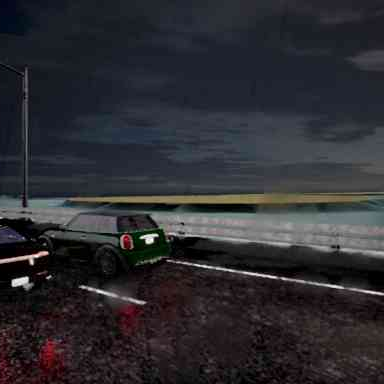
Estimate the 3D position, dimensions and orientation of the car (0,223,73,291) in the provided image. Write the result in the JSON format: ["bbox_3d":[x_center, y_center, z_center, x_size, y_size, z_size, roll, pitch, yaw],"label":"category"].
[{"bbox_3d":[-5.246,1.497,7.760,4.902,1.511,2.128,0,0,36],"label":"car"}]

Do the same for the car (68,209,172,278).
[{"bbox_3d":[-2.888,1.357,10.376,4.553,1.767,2.097,0,0,36],"label":"car"}]
